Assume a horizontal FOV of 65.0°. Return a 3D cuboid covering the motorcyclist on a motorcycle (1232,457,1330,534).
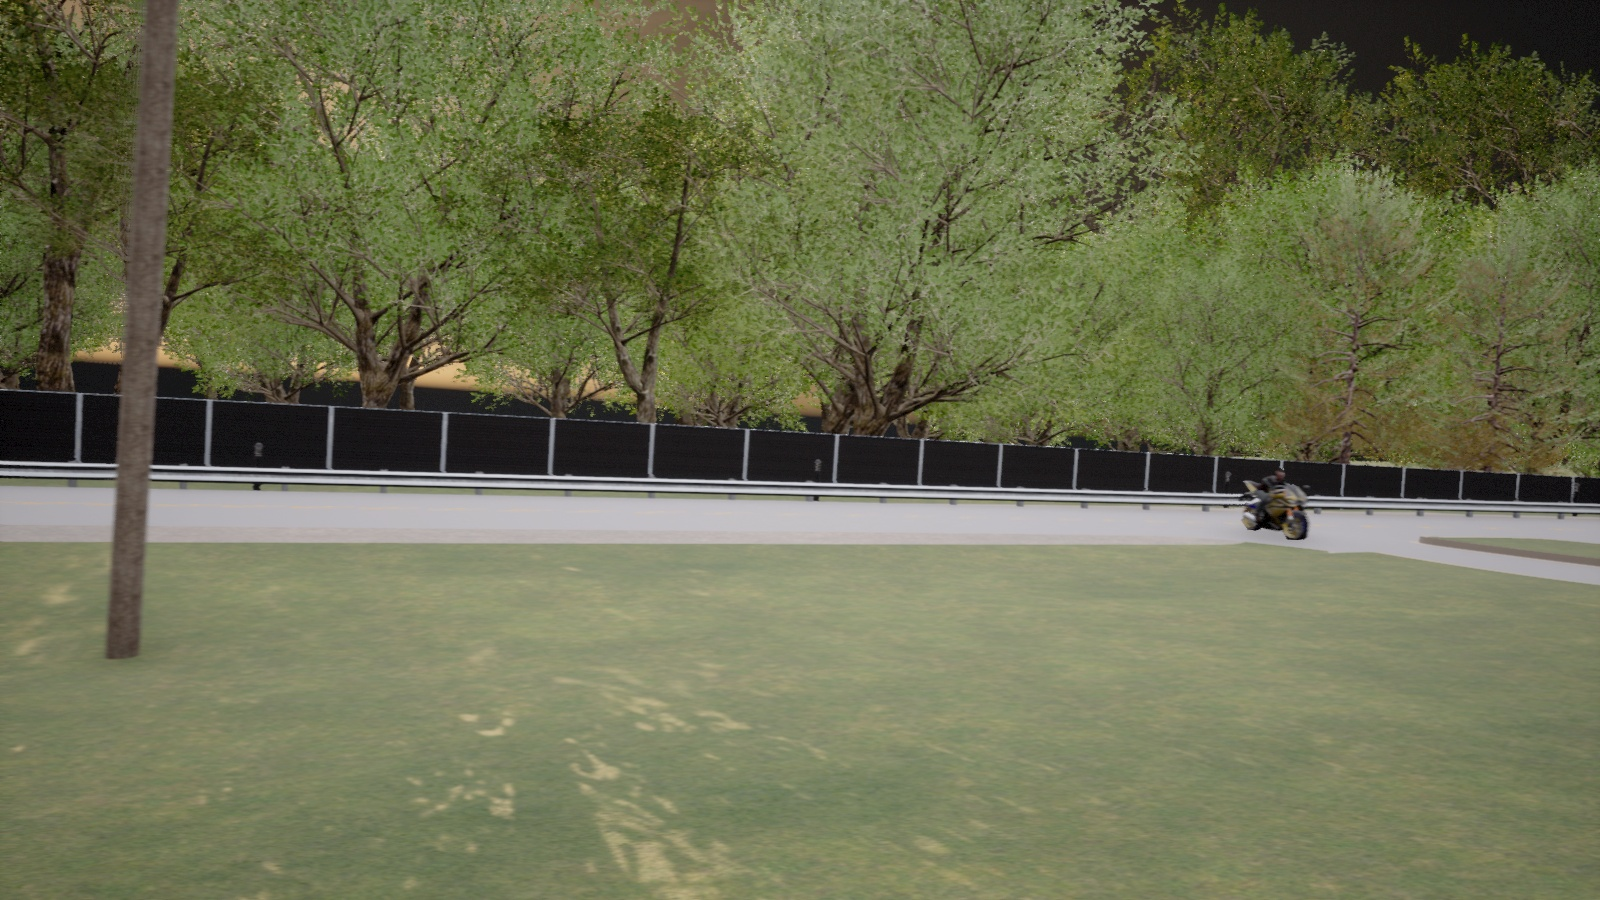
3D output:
[{"bbox_3d":[10.808,0.989,28.306,0.866,1.530,2.191,0,4,-16],"label":"motorcyclist on a motorcycle"}]
